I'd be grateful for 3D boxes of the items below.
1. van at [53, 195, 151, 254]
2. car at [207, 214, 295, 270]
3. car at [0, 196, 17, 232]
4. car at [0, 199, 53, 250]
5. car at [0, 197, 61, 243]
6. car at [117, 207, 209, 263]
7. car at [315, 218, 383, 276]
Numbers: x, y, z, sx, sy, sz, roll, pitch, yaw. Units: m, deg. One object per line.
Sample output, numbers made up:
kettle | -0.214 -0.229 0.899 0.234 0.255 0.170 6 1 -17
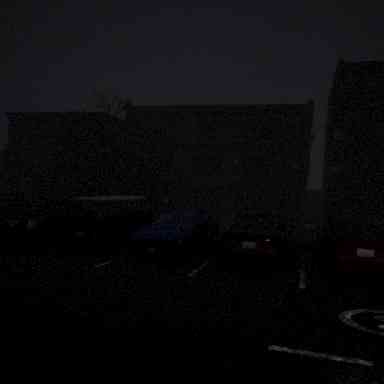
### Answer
van | -2.989 1.129 13.031 1.878 1.987 4.442 1 0 19
car | 2.285 1.471 11.139 2.163 1.488 4.792 1 0 19
car | -10.976 1.100 15.667 2.185 1.767 4.553 1 0 19
car | -5.691 1.186 13.797 2.185 1.767 4.553 1 0 19
car | -8.323 1.143 14.761 2.185 1.767 4.553 1 0 19
car | -0.375 1.398 12.021 2.097 1.535 5.008 1 0 19
car | 4.937 1.514 10.233 2.163 1.488 4.792 1 0 19
